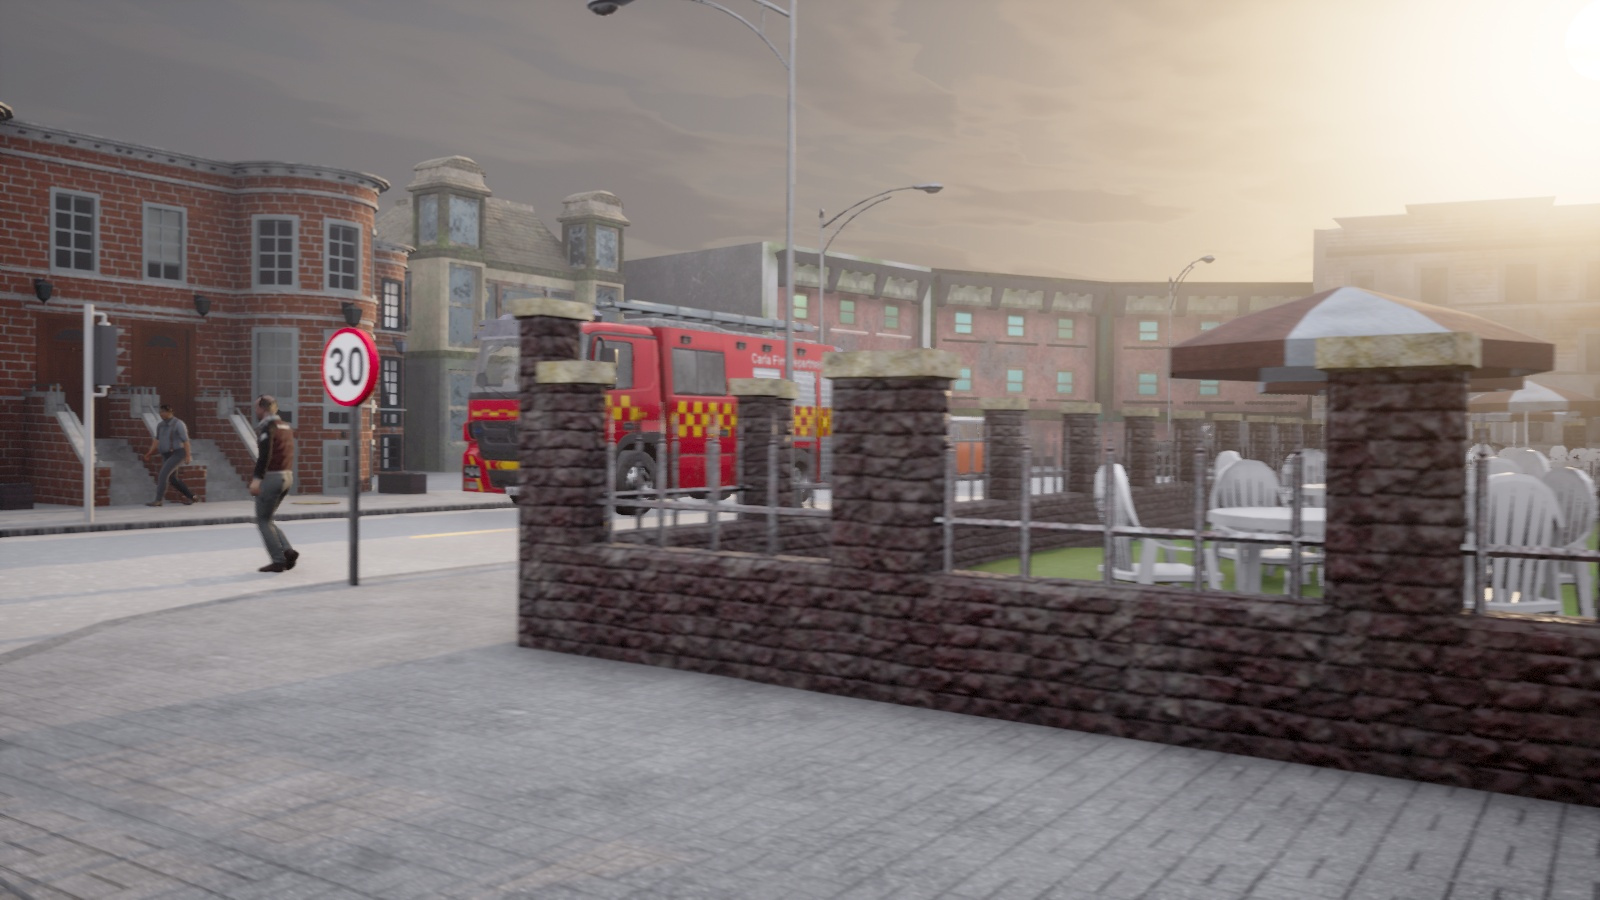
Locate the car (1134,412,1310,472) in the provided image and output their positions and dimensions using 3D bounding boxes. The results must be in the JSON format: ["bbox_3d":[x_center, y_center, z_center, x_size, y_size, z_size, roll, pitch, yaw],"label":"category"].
[{"bbox_3d":[15.027,-0.299,44.938,5.566,2.045,2.150,-1,1,-4],"label":"car"}]

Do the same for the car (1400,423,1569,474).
[{"bbox_3d":[21.383,-0.054,39.454,4.514,1.525,2.007,0,1,24],"label":"car"}]

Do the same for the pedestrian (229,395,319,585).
[{"bbox_3d":[-5.234,0.392,12.509,0.720,1.854,0.376,0,1,10],"label":"pedestrian"}]

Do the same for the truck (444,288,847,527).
[{"bbox_3d":[-2.565,-0.746,24.415,2.891,3.827,8.468,0,1,34],"label":"truck"}]

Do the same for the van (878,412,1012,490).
[{"bbox_3d":[4.043,-0.027,34.366,1.775,1.987,4.442,0,1,34],"label":"van"}]

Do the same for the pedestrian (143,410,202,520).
[{"bbox_3d":[-10.715,0.242,21.447,0.540,1.848,0.694,0,1,30],"label":"pedestrian"}]
